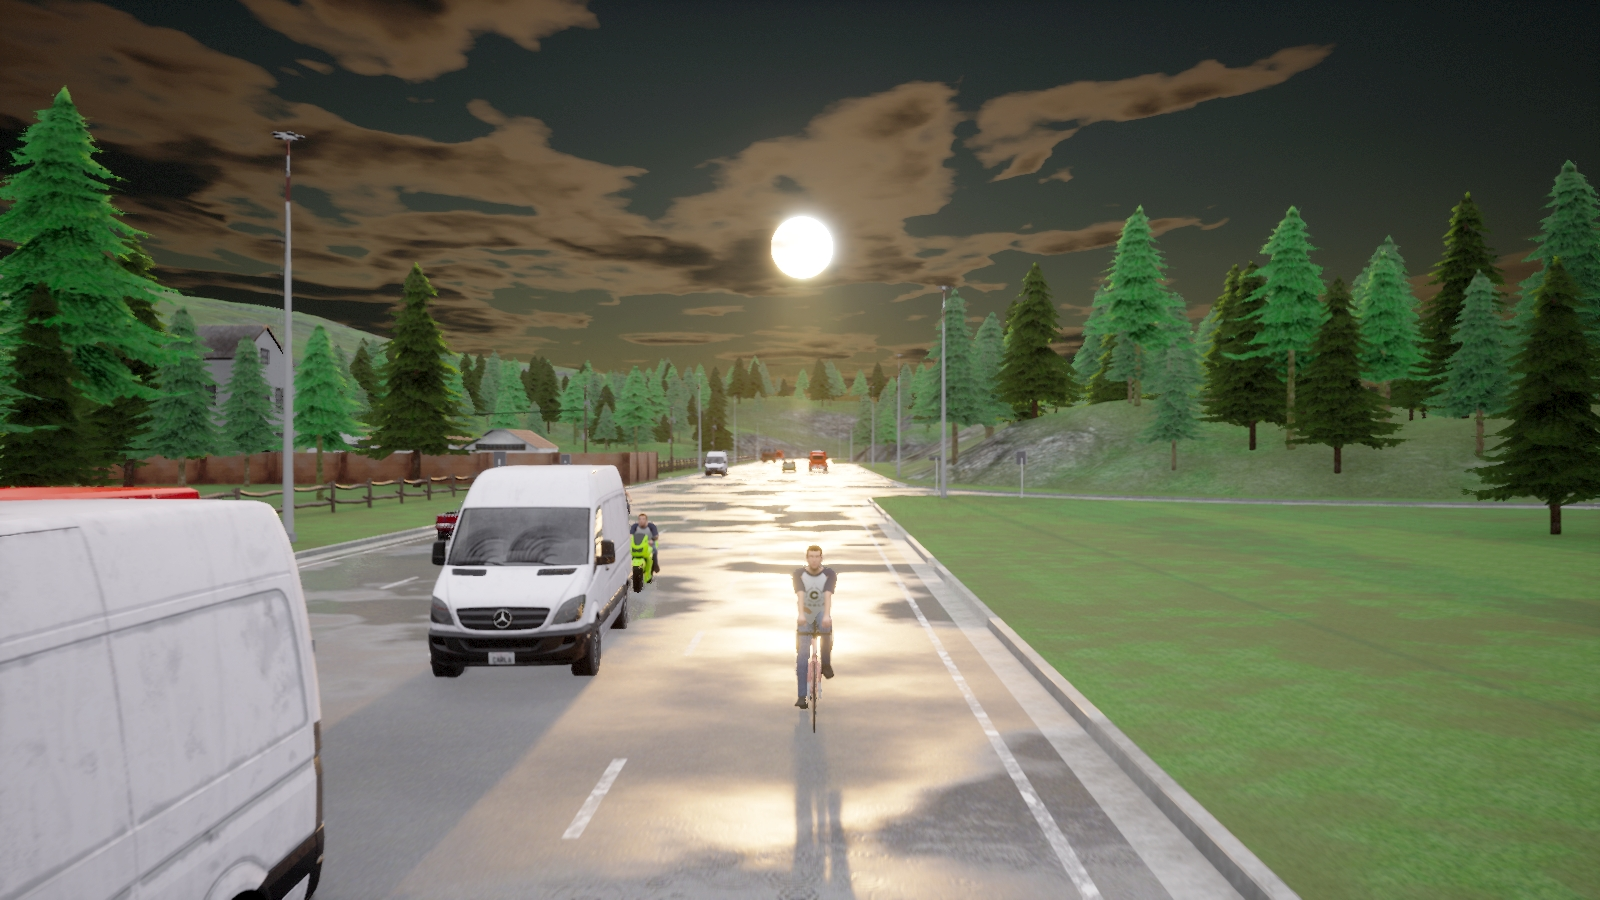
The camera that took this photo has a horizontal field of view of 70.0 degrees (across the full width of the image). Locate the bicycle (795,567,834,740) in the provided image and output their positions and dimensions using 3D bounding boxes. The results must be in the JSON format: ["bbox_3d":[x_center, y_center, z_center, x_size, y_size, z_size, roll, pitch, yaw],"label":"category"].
[{"bbox_3d":[0.150,2.046,11.826,0.373,1.496,1.643,0,0,1],"label":"bicycle"}]

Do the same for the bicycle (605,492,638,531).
[{"bbox_3d":[-6.211,2.129,39.734,0.859,1.277,1.487,0,0,2],"label":"bicycle"}]

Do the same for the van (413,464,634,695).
[{"bbox_3d":[-3.607,1.522,16.116,1.988,2.561,5.915,0,0,-3],"label":"van"}]

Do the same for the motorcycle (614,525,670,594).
[{"bbox_3d":[-3.142,2.169,22.943,0.803,1.199,2.033,0,0,1],"label":"motorcycle"}]

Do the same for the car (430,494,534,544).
[{"bbox_3d":[-9.965,2.129,36.165,1.895,1.301,4.718,0,0,1],"label":"car"}]

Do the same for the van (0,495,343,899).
[{"bbox_3d":[-3.562,1.531,3.481,1.988,2.561,5.915,0,0,0],"label":"van"}]
